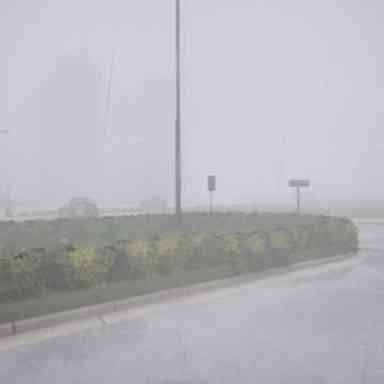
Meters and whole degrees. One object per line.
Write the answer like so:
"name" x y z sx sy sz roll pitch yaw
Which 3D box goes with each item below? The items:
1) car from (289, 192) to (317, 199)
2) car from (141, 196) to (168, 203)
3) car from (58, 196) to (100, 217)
"car" 21.068 0.977 63.361 2.150 2.045 5.566 0 0 -35
"car" -5.066 1.382 44.244 2.242 1.667 4.611 0 0 -36
"car" -8.657 1.275 25.290 1.932 1.855 4.605 0 0 -36
